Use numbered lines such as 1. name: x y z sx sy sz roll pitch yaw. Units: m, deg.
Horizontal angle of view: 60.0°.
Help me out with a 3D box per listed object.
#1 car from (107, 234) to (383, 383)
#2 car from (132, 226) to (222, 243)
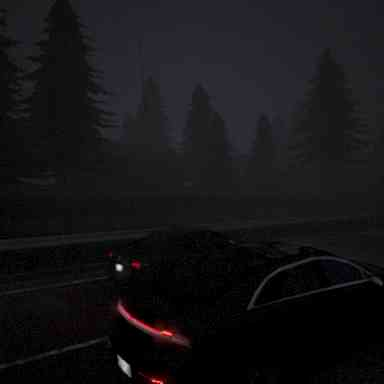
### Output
1. car: 1.302 1.473 4.675 4.902 1.511 2.128 0 0 -35
2. car: 0.103 1.541 8.119 4.181 1.385 1.994 0 0 -35
